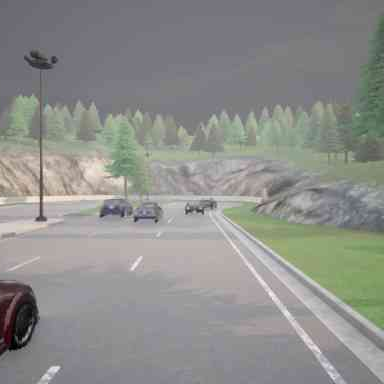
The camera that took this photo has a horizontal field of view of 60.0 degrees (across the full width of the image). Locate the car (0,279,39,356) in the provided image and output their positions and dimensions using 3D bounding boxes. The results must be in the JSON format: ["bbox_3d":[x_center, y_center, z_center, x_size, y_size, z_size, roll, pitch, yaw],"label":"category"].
[{"bbox_3d":[-3.400,1.563,3.565,1.994,1.385,4.181,0,0,0],"label":"car"}]

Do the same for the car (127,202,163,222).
[{"bbox_3d":[-3.388,1.547,26.368,2.033,1.411,5.357,0,0,0],"label":"car"}]

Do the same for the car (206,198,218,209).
[{"bbox_3d":[2.187,1.492,44.441,2.128,1.511,4.902,0,0,14],"label":"car"}]

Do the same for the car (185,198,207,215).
[{"bbox_3d":[0.332,1.601,34.294,1.895,1.301,4.718,0,0,2],"label":"car"}]

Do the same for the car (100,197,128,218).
[{"bbox_3d":[-6.818,1.352,30.451,2.097,1.767,4.553,0,0,1],"label":"car"}]
